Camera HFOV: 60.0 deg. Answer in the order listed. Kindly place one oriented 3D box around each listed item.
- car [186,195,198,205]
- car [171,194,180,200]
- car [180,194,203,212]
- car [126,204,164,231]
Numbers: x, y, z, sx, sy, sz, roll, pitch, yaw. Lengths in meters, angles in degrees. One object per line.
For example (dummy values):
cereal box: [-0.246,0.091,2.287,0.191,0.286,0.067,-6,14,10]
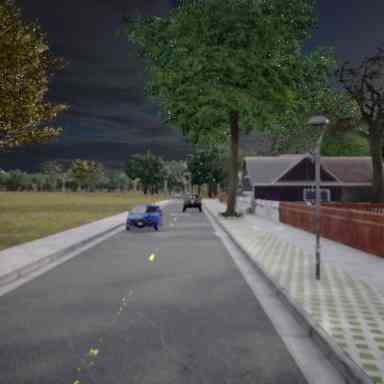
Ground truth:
car: [-0.004,1.364,58.427,1.882,1.535,5.008,0,0,0]
car: [-2.755,0.966,61.574,1.882,1.535,5.008,0,0,0]
car: [0.050,1.184,38.902,2.150,2.045,5.566,0,1,0]
car: [-2.849,1.474,20.788,1.882,1.535,5.008,0,0,0]
